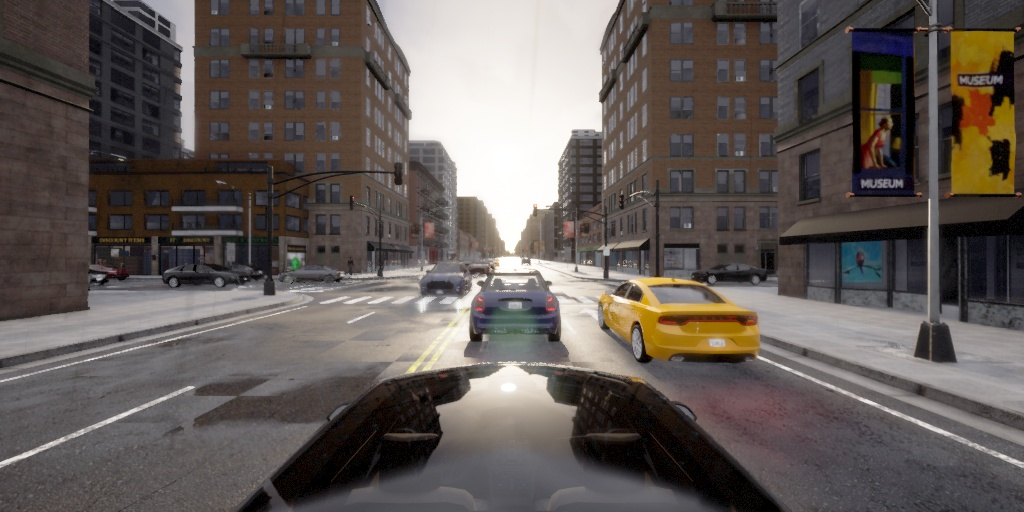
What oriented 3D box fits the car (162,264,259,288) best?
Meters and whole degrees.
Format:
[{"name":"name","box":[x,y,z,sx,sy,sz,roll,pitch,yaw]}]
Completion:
[{"name":"car","box":[-19.617,1.249,23.148,4.892,1.490,1.837,0,0,0]}]

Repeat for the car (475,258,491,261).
[{"name":"car","box":[-3.345,1.102,36.948,2.097,1.767,4.553,0,0,-2]}]

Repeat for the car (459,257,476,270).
[{"name":"car","box":[-6.676,1.097,54.151,2.097,1.767,4.553,0,0,0]}]

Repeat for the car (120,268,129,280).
[{"name":"car","box":[-33.189,1.344,28.681,4.207,1.307,1.802,0,0,0]}]

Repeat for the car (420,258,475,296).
[{"name":"car","box":[-3.374,1.097,18.967,2.097,1.767,4.553,0,0,0]}]

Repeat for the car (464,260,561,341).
[{"name":"car","box":[0.077,1.102,9.977,2.097,1.767,4.553,0,0,0]}]

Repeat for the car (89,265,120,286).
[{"name":"car","box":[-29.105,1.233,23.182,4.902,1.511,2.128,0,0,0]}]

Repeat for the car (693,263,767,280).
[{"name":"car","box":[15.844,1.267,26.327,5.008,1.535,1.882,0,0,1]}]

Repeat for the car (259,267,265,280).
[{"name":"car","box":[-22.167,1.330,28.642,4.313,1.339,1.948,0,0,0]}]

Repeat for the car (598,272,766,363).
[{"name":"car","box":[3.315,1.228,8.175,1.882,1.535,5.008,0,0,1]}]

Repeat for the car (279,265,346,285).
[{"name":"car","box":[-14.435,1.321,26.121,4.181,1.385,1.994,0,0,-6]}]

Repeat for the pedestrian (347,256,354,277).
[{"name":"pedestrian","box":[-14.189,0.920,31.491,0.375,1.860,0.375,0,0,0]}]
